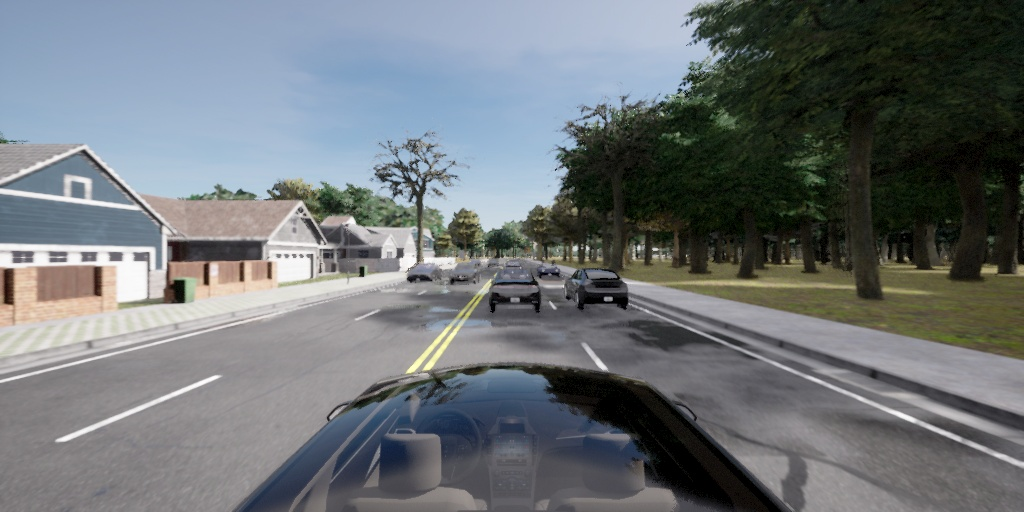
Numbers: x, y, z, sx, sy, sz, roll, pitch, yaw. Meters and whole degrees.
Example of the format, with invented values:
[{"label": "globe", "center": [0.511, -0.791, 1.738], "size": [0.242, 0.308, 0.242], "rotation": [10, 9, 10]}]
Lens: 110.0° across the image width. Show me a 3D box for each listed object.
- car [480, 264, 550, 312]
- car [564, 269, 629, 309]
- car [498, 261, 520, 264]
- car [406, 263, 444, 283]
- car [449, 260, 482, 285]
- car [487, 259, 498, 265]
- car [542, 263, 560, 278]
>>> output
[{"label": "car", "center": [0.102, 1.237, 14.274], "size": [2.128, 1.511, 4.902], "rotation": [0, 0, 0]}, {"label": "car", "center": [3.351, 1.250, 14.909], "size": [1.837, 1.490, 4.892], "rotation": [0, 0, 0]}, {"label": "car", "center": [0.103, 1.226, 33.562], "size": [2.128, 1.511, 4.902], "rotation": [0, 0, 0]}, {"label": "car", "center": [-6.598, 1.286, 27.842], "size": [2.033, 1.411, 5.357], "rotation": [0, 0, 0]}, {"label": "car", "center": [-3.347, 1.244, 26.238], "size": [1.837, 1.490, 4.892], "rotation": [0, 0, 0]}, {"label": "car", "center": [-3.289, 1.211, 62.661], "size": [1.837, 1.490, 4.892], "rotation": [0, 0, 1]}, {"label": "car", "center": [3.353, 1.335, 33.879], "size": [1.895, 1.301, 4.718], "rotation": [0, 0, 0]}]
